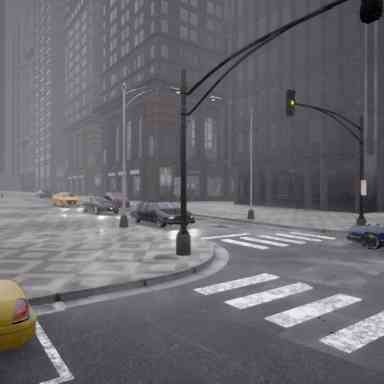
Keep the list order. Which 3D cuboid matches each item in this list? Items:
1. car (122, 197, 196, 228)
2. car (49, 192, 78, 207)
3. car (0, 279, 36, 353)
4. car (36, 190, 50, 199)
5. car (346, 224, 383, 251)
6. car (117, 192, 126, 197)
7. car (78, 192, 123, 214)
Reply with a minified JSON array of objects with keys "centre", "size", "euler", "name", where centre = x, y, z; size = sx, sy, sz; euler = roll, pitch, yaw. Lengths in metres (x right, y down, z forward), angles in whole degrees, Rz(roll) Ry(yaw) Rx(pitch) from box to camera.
[{"centre":[-2.008,1.240,20.196],"size":[2.033,1.411,5.357],"euler":[0,1,-36],"name":"car"},{"centre":[-13.874,0.802,36.625],"size":[1.882,1.535,5.008],"euler":[0,1,-35],"name":"car"},{"centre":[-4.361,1.525,3.533],"size":[4.829,1.417,1.752],"euler":[0,0,-36],"name":"car"},{"centre":[-26.710,0.391,59.821],"size":[1.837,1.490,4.892],"euler":[0,0,-36],"name":"car"},{"centre":[8.276,1.493,11.433],"size":[2.033,1.411,5.357],"euler":[0,1,-36],"name":"car"},{"centre":[-8.212,0.773,34.237],"size":[2.097,1.767,4.553],"euler":[0,1,-36],"name":"car"},{"centre":[-7.777,1.015,28.180],"size":[1.837,1.490,4.892],"euler":[0,1,-36],"name":"car"}]
